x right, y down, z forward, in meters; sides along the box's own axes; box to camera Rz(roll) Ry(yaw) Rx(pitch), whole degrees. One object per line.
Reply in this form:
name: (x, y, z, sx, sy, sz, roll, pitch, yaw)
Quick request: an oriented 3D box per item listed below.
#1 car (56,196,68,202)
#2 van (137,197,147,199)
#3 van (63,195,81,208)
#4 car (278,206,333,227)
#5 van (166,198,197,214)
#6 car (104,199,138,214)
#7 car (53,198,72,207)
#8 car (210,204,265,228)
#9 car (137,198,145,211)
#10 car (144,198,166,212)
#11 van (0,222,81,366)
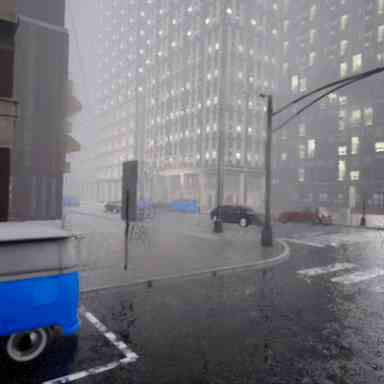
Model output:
car: (-33.641, 1.849, 85.990, 1.802, 1.307, 4.206, 2, -1, -35)
van: (-7.533, 1.651, 49.105, 1.690, 1.788, 3.998, 2, -1, -35)
van: (-17.634, 1.371, 48.878, 1.690, 1.788, 3.998, 2, -1, -35)
car: (8.776, 1.790, 26.047, 1.967, 1.590, 4.097, 2, -1, -35)
van: (-1.009, 1.666, 39.882, 1.690, 1.788, 3.998, 2, -1, -35)
car: (-7.853, 1.603, 35.041, 2.008, 1.369, 4.403, 2, -1, -35)
car: (-20.903, 1.606, 53.485, 1.802, 1.307, 4.206, 2, -1, -35)
car: (3.295, 1.664, 23.767, 1.837, 1.490, 4.892, 2, -1, -35)
car: (-8.142, 1.678, 39.942, 2.033, 1.411, 5.357, 2, -1, -35)
car: (-4.277, 1.868, 44.490, 2.008, 1.369, 4.403, 2, -1, -35)
van: (-3.489, 1.334, 4.222, 3.998, 1.788, 1.690, 1, 1, -35)
